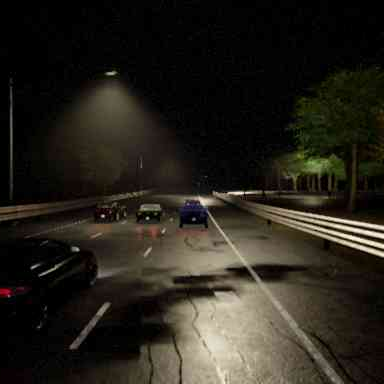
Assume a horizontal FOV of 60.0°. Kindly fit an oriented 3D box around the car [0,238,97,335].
[{"bbox_3d":[-3.396,1.626,6.817,1.994,1.385,4.181,0,-1,0],"label":"car"}]

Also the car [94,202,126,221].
[{"bbox_3d":[-6.876,1.588,28.125,1.837,1.490,4.892,0,1,0],"label":"car"}]

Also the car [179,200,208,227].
[{"bbox_3d":[0.119,1.596,23.824,1.882,1.535,5.008,0,0,0],"label":"car"}]

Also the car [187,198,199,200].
[{"bbox_3d":[0.134,1.443,41.445,1.895,1.301,4.718,0,1,0],"label":"car"}]

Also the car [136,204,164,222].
[{"bbox_3d":[-3.379,1.689,27.605,1.895,1.301,4.718,0,1,0],"label":"car"}]
